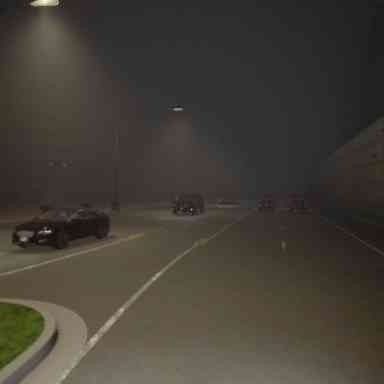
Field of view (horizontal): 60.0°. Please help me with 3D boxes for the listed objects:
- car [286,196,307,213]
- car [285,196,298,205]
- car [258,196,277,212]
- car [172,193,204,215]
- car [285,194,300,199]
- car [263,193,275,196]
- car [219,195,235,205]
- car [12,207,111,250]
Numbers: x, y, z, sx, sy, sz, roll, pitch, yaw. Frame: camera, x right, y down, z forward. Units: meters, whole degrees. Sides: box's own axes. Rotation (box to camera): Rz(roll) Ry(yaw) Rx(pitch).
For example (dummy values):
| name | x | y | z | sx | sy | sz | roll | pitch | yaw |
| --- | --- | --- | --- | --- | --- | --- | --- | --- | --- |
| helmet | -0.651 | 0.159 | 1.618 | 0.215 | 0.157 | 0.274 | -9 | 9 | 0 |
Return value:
| name | x | y | z | sx | sy | sz | roll | pitch | yaw |
| --- | --- | --- | --- | --- | --- | --- | --- | --- | --- |
| car | 12.232 | 1.566 | 38.377 | 2.033 | 1.411 | 5.357 | 0 | 0 | 15 |
| car | 17.624 | 1.511 | 59.111 | 2.128 | 1.511 | 4.902 | 0 | 0 | 15 |
| car | 8.782 | 1.538 | 39.046 | 2.033 | 1.411 | 5.357 | 0 | 0 | 15 |
| car | -0.270 | 1.154 | 32.969 | 2.150 | 2.045 | 5.566 | 0 | 0 | 15 |
| car | 14.970 | 1.240 | 49.095 | 2.150 | 2.045 | 5.566 | 0 | 0 | 15 |
| car | 11.587 | 1.212 | 49.992 | 2.150 | 2.045 | 5.566 | 0 | 0 | 15 |
| car | 5.860 | 1.285 | 55.725 | 2.097 | 1.767 | 4.553 | 0 | 0 | 15 |
| car | -5.315 | 1.422 | 14.217 | 2.128 | 1.511 | 4.902 | 0 | 0 | 16 |
